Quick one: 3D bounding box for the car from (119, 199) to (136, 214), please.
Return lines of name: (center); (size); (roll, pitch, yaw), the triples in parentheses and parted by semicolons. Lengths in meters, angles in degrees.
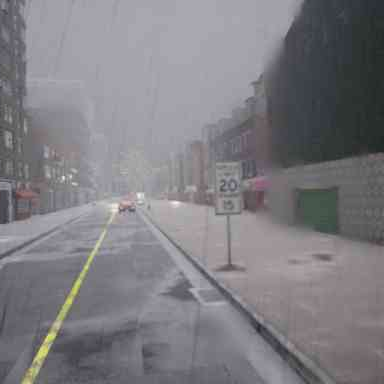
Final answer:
car: (-7.610, 1.800, 38.903); (1.895, 1.301, 4.718); (-2, 0, -12)
